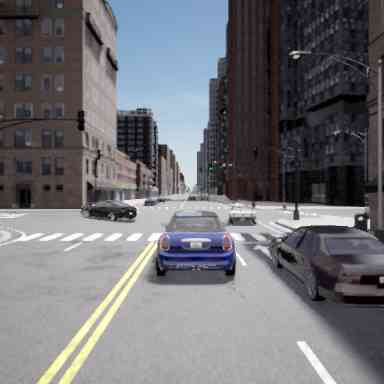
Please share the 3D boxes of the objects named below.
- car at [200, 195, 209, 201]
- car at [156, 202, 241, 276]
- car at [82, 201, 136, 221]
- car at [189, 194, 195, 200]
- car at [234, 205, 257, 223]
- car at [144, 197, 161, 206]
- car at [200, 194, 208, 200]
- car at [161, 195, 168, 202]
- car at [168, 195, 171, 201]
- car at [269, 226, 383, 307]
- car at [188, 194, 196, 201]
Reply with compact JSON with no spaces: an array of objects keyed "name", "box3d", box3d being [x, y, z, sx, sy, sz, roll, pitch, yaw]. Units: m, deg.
[{"name":"car","box3d":[3.251,1.500,83.174,2.128,1.511,4.902,0,0,0]},{"name":"car","box3d":[0.081,1.349,10.456,2.097,1.767,4.553,0,0,-1]},{"name":"car","box3d":[-6.665,1.417,26.534,5.008,1.535,1.882,2,-1,34]},{"name":"car","box3d":[0.001,1.416,93.593,1.882,1.535,5.008,0,0,0]},{"name":"car","box3d":[3.849,1.600,25.132,1.895,1.301,4.718,0,0,9]},{"name":"car","box3d":[-6.564,1.588,53.573,1.895,1.301,4.718,0,0,0]},{"name":"car","box3d":[3.250,1.464,93.594,2.128,1.511,4.902,0,0,0]},{"name":"car","box3d":[-6.500,1.580,68.531,1.895,1.301,4.718,0,0,0]},{"name":"car","box3d":[-6.499,1.489,83.575,1.812,1.442,4.674,0,0,0]},{"name":"car","box3d":[3.348,1.545,8.190,2.033,1.411,5.357,0,0,0]},{"name":"car","box3d":[0.001,1.453,83.174,1.882,1.535,5.008,0,0,0]}]
